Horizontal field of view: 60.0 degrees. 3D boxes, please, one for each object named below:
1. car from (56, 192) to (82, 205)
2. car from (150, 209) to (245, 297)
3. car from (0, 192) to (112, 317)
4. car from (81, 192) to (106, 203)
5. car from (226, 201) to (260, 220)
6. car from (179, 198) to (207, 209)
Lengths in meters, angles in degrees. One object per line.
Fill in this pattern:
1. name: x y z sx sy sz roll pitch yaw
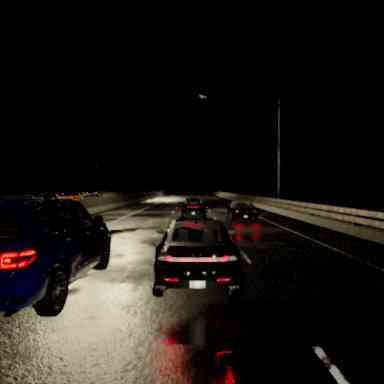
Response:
1. car: -17.501 0.881 47.570 2.097 1.767 4.553 0 1 0
2. car: 0.100 1.397 8.305 2.128 1.511 4.902 0 1 0
3. car: -3.396 1.137 7.388 2.150 2.045 5.566 0 1 0
4. car: -14.001 0.810 47.538 2.033 1.411 5.357 0 1 0
5. car: 3.599 1.325 24.480 1.895 1.301 4.718 0 1 0
6. car: 0.100 1.213 25.944 1.837 1.490 4.892 0 1 0
